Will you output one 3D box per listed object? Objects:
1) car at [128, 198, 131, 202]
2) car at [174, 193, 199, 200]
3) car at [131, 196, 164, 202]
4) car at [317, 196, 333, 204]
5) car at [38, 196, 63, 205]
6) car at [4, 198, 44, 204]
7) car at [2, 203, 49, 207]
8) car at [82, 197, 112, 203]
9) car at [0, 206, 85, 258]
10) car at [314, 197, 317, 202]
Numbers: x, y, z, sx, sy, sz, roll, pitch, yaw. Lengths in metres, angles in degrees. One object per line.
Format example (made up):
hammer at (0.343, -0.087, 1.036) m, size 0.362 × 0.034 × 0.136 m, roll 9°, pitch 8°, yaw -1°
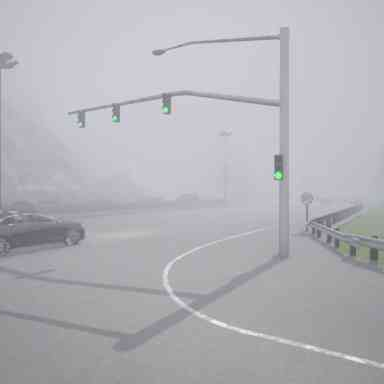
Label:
car at (-9.677, 1.411, 60.509) m, size 2.128 × 1.511 × 4.902 m, roll 0°, pitch 0°, yaw 29°
car at (-0.819, 1.164, 54.873) m, size 2.150 × 2.045 × 5.566 m, roll 0°, pitch 0°, yaw 29°
car at (-5.763, 1.432, 46.756) m, size 2.128 × 1.511 × 4.902 m, roll 0°, pitch 0°, yaw 32°
car at (25.604, 1.549, 63.310) m, size 1.994 × 1.385 × 4.181 m, roll 0°, pitch 0°, yaw 16°
car at (-19.677, 1.268, 44.397) m, size 2.097 × 1.767 × 4.553 m, roll 0°, pitch 0°, yaw 32°
car at (-16.218, 1.501, 30.288) m, size 1.994 × 1.385 × 4.181 m, roll 0°, pitch 0°, yaw 33°
car at (-9.196, 1.472, 14.891) m, size 1.837 × 1.490 × 4.892 m, roll 0°, pitch 0°, yaw 33°
car at (-10.791, 1.540, 38.800) m, size 1.895 × 1.301 × 4.718 m, roll 0°, pitch 0°, yaw 33°
car at (-6.403, 1.466, 12.761) m, size 2.128 × 1.511 × 4.902 m, roll 0°, pitch 0°, yaw 33°
car at (28.159, 1.520, 72.898) m, size 2.033 × 1.411 × 5.357 m, roll 0°, pitch 0°, yaw 7°
